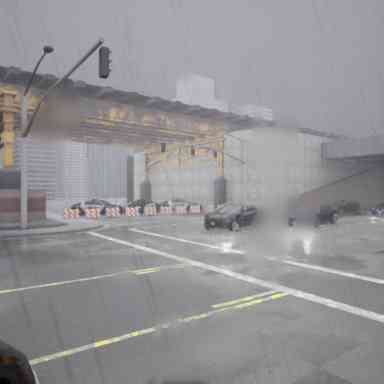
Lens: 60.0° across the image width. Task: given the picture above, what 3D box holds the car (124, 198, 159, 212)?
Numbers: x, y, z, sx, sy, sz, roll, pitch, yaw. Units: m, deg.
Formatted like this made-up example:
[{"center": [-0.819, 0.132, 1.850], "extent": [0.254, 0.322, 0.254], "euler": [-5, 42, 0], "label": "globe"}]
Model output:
[{"center": [-5.211, 1.295, 34.845], "extent": [1.853, 1.218, 4.536], "euler": [0, 0, 18], "label": "car"}]

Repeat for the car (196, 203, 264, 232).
[{"center": [2.667, 1.477, 20.397], "extent": [1.882, 1.535, 5.008], "euler": [0, 0, 38], "label": "car"}]

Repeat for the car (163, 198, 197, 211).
[{"center": [-1.376, 1.295, 38.556], "extent": [4.536, 1.218, 1.853], "euler": [0, 0, -7], "label": "car"}]

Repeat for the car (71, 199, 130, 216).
[{"center": [-8.967, 1.453, 32.102], "extent": [4.974, 1.542, 2.038], "euler": [0, 0, 8], "label": "car"}]

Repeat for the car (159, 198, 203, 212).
[{"center": [-1.325, 1.452, 38.563], "extent": [4.974, 1.542, 2.038], "euler": [0, 0, -7], "label": "car"}]

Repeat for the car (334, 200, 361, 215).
[{"center": [14.568, 1.491, 32.387], "extent": [4.902, 1.511, 2.128], "euler": [0, 0, -37], "label": "car"}]

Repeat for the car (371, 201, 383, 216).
[{"center": [18.607, 1.525, 31.066], "extent": [4.674, 1.442, 1.812], "euler": [0, 0, -37], "label": "car"}]

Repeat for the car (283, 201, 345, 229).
[{"center": [7.966, 1.547, 21.918], "extent": [2.033, 1.411, 5.357], "euler": [0, 0, 41], "label": "car"}]

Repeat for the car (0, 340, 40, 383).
[{"center": [-3.294, 1.492, 1.421], "extent": [4.902, 1.511, 2.128], "euler": [0, 0, -35], "label": "car"}]

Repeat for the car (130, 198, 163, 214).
[{"center": [-5.227, 1.452, 34.795], "extent": [2.038, 1.542, 4.974], "euler": [0, 0, 18], "label": "car"}]

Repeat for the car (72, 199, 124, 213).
[{"center": [-9.018, 1.295, 32.109], "extent": [4.536, 1.218, 1.853], "euler": [0, 0, 8], "label": "car"}]
